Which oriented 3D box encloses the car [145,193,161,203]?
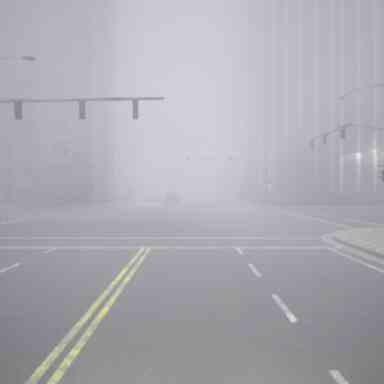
[{"bbox_3d":[-7.032,1.217,58.071,1.895,1.301,4.718,0,0,1],"label":"car"}]

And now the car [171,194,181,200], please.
[{"bbox_3d":[-3.489,1.095,73.767,1.895,1.301,4.718,0,0,0],"label":"car"}]

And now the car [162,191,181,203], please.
[{"bbox_3d":[-3.531,0.834,58.305,2.150,2.045,5.566,0,1,1],"label":"car"}]
